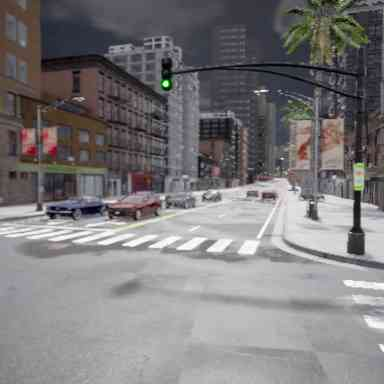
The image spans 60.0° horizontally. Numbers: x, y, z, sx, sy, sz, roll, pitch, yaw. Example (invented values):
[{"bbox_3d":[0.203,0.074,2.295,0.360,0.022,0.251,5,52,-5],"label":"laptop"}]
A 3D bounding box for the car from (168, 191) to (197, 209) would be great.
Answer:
[{"bbox_3d":[-0.916,0.716,30.557,1.837,1.490,4.892,1,1,16],"label":"car"}]

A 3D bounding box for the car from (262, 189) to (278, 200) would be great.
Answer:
[{"bbox_3d":[11.265,0.376,48.594,1.882,1.535,5.008,1,1,16],"label":"car"}]

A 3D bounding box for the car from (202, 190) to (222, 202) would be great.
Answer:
[{"bbox_3d":[2.641,0.445,42.823,2.128,1.511,4.902,1,1,16],"label":"car"}]

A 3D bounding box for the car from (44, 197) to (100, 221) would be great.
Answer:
[{"bbox_3d":[-7.041,0.971,21.067,1.895,1.301,4.718,1,1,16],"label":"car"}]

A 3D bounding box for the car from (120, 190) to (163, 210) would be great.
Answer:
[{"bbox_3d":[-4.435,0.663,30.087,1.882,1.535,5.008,1,1,16],"label":"car"}]

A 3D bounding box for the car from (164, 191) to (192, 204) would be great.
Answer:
[{"bbox_3d":[-1.601,0.581,39.885,1.895,1.301,4.718,1,1,16],"label":"car"}]

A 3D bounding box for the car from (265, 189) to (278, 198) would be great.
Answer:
[{"bbox_3d":[14.022,0.246,58.249,1.994,1.385,4.181,1,2,16],"label":"car"}]

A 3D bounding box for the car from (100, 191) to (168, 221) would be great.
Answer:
[{"bbox_3d":[-3.538,0.876,21.447,1.882,1.535,5.008,1,1,17],"label":"car"}]

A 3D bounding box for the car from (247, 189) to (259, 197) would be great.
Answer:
[{"bbox_3d":[10.781,0.130,58.699,2.128,1.511,4.902,1,2,16],"label":"car"}]
